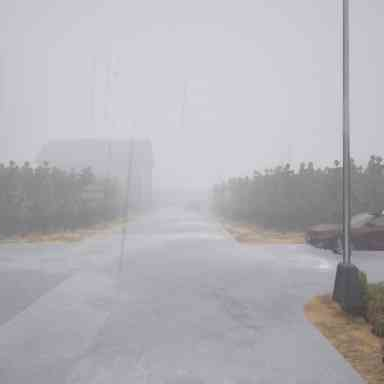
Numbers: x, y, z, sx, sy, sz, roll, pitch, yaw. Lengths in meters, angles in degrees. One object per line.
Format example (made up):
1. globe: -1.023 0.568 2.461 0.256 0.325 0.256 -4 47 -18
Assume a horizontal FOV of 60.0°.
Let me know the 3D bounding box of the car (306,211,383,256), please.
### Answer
1. car: 6.803 1.458 12.270 5.008 1.535 1.882 0 -1 0

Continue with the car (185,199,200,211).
1. car: 0.072 1.907 49.524 2.097 1.767 4.553 0 -1 0
